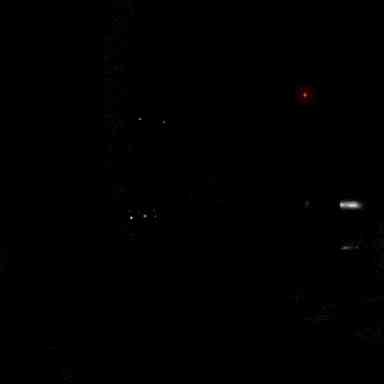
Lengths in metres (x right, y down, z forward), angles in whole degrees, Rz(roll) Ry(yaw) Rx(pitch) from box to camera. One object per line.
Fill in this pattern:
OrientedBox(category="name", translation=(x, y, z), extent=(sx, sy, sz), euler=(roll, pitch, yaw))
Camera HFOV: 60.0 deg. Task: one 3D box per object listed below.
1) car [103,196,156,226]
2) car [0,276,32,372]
OrientedBox(category="car", translation=(-4.801, 1.303, 24.942), extent=(2.150, 2.045, 5.566), euler=(0, 0, -36))
OrientedBox(category="car", translation=(-3.990, 1.568, 3.345), extent=(4.313, 1.339, 1.947), euler=(0, 0, -35))
